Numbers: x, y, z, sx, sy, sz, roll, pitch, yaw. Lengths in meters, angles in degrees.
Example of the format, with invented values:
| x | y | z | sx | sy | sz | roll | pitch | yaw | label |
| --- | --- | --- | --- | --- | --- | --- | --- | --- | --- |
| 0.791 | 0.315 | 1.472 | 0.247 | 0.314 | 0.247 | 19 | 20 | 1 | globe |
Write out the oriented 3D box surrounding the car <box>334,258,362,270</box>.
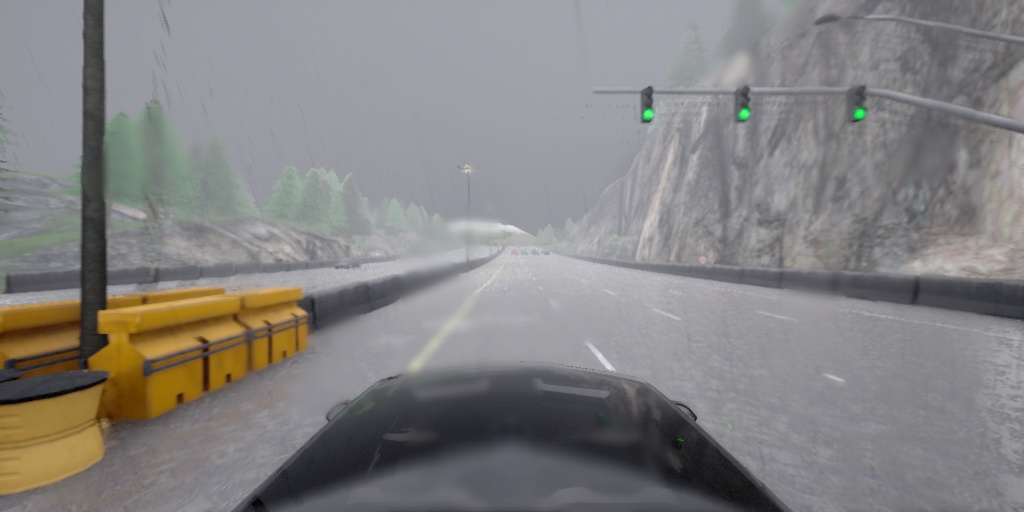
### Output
| x | y | z | sx | sy | sz | roll | pitch | yaw | label |
| --- | --- | --- | --- | --- | --- | --- | --- | --- | --- |
| -20.803 | 1.017 | 45.750 | 1.837 | 1.490 | 4.892 | 0 | 2 | 0 | car |
